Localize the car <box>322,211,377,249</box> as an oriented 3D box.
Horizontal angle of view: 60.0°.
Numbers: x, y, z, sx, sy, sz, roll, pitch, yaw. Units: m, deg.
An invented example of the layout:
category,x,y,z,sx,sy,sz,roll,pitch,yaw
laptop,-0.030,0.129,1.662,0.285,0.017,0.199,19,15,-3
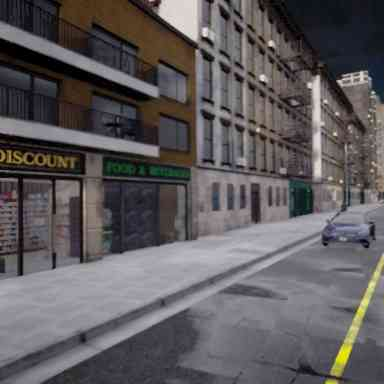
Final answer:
category,x,y,z,sx,sy,sz,roll,pitch,yaw
car,7.337,1.646,15.338,1.812,1.442,4.674,-1,-1,33
